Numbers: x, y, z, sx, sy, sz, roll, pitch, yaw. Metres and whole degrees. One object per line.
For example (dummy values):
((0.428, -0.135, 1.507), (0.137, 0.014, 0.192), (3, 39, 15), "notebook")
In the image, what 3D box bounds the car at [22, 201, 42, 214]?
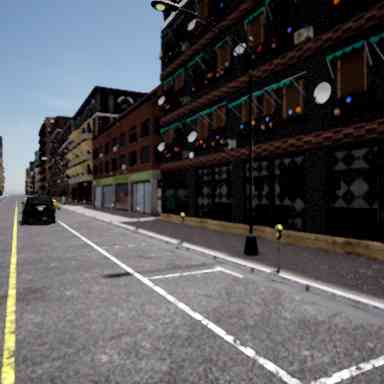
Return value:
((-18.492, 1.696, 38.345), (1.895, 1.301, 4.718), (0, 0, -27), "car")

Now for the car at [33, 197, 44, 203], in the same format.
((-33.535, 1.725, 72.551), (2.008, 1.369, 4.403), (0, 0, -28), "car")

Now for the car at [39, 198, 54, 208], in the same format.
((-23.040, 1.673, 52.599), (1.887, 1.381, 4.507), (0, 0, -28), "car")

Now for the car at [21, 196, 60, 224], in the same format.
((-11.963, 1.290, 25.943), (2.150, 2.045, 5.566), (0, 0, -28), "car")
